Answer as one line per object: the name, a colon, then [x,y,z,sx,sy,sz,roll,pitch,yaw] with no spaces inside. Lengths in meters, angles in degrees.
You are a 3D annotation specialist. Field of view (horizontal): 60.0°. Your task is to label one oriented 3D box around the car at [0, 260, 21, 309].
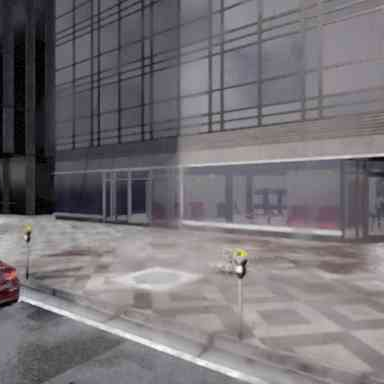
car: [-4.991,1.583,6.520,4.206,1.307,1.802,0,0,35]
